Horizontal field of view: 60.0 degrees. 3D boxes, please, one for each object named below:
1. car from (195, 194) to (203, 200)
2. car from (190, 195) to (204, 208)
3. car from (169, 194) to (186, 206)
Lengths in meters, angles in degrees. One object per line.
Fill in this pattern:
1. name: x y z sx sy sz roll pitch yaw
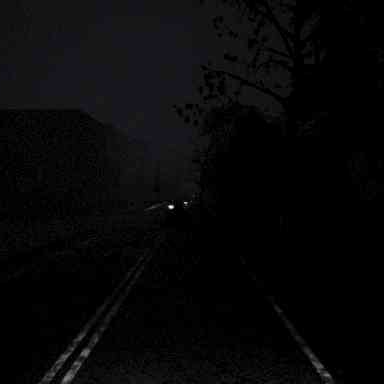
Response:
1. car: 1.722 1.285 82.454 1.895 1.301 4.718 0 0 2
2. car: 0.738 1.458 46.442 2.033 1.411 5.357 0 0 2
3. car: -2.515 1.442 52.375 1.994 1.385 4.181 0 0 2
